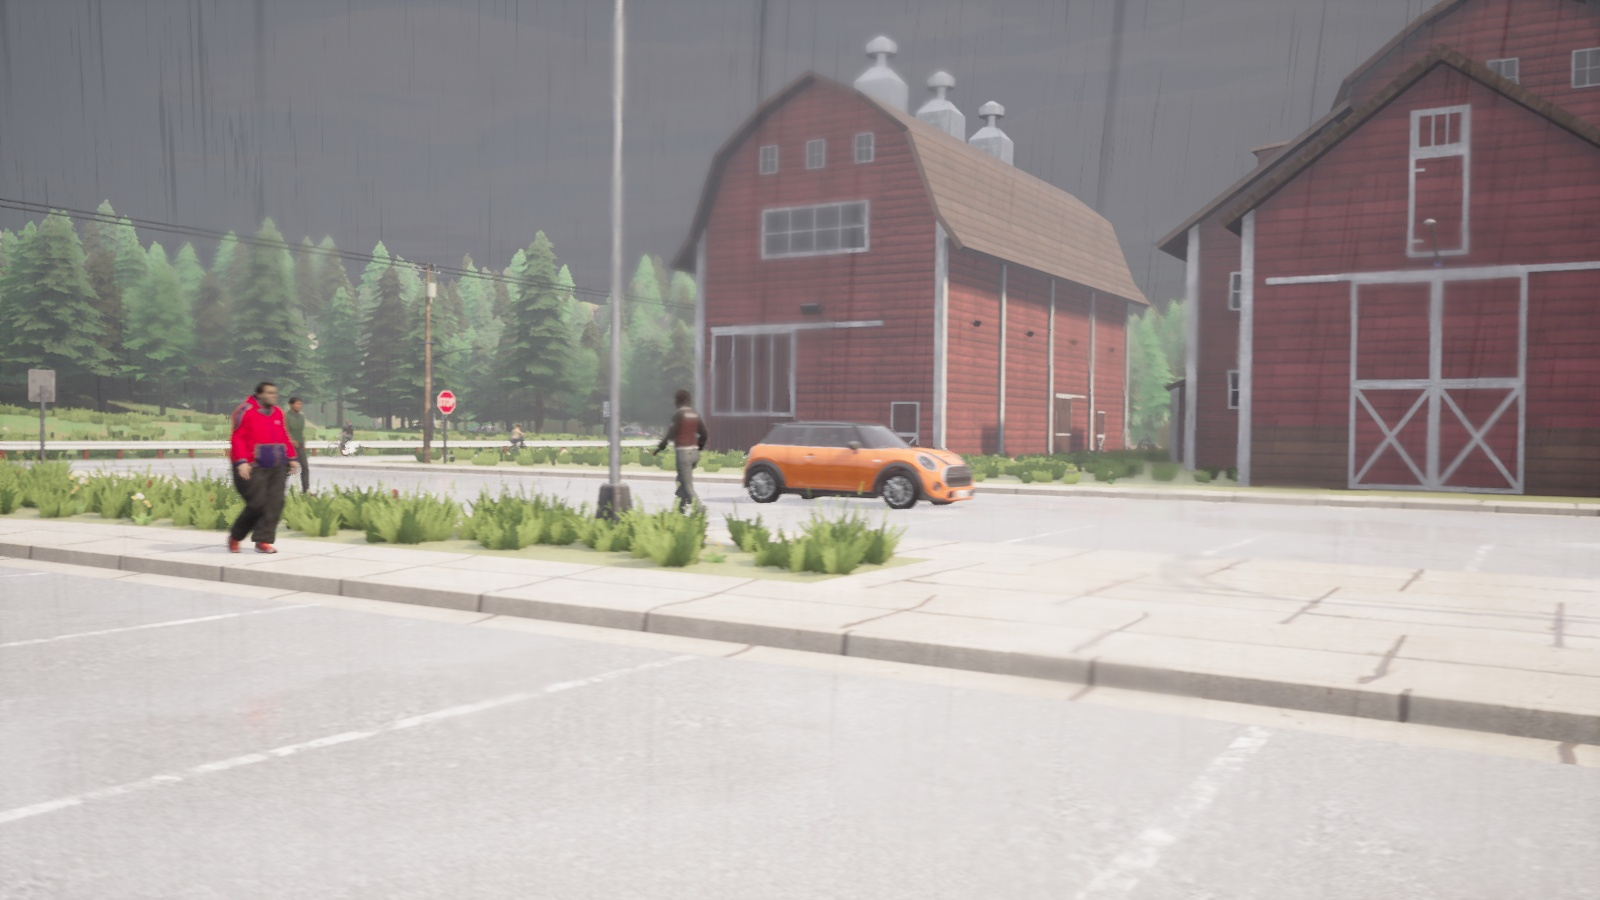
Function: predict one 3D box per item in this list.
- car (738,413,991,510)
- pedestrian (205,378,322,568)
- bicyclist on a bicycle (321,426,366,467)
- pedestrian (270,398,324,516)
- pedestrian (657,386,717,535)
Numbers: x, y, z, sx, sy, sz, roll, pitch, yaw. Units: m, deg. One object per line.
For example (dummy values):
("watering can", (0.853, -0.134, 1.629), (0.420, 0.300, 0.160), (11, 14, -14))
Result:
("car", (1.253, 0.188, 24.905), (4.553, 1.767, 2.097), (0, 1, 31))
("pedestrian", (-5.409, 0.219, 12.681), (0.899, 1.844, 0.634), (0, 1, 27))
("bicyclist on a bicycle", (-20.184, -0.154, 55.601), (0.659, 1.776, 1.843), (0, 1, 32))
("pedestrian", (-8.460, 0.105, 21.114), (0.788, 1.949, 0.423), (0, 1, 32))
("pedestrian", (-1.487, 0.133, 16.573), (0.666, 1.930, 0.402), (0, 1, 33))
